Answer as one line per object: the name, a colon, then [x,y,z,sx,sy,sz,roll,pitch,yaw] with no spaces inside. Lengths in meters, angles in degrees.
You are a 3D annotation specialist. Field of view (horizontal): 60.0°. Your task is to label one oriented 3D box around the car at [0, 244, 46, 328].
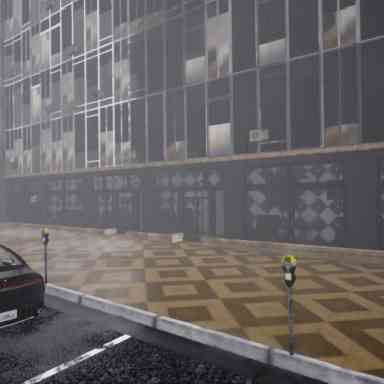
car: [-4.424,1.553,6.062,4.403,1.369,2.008,0,-1,36]
